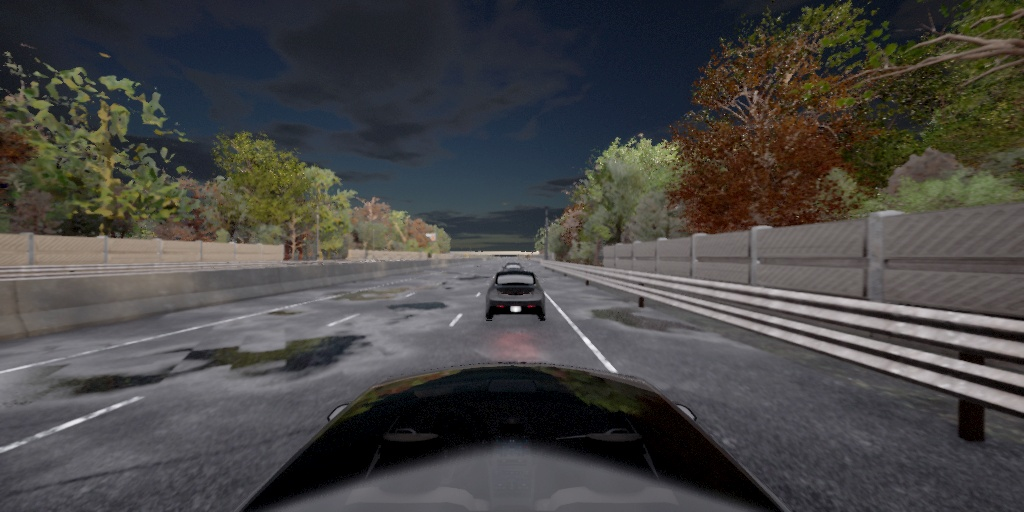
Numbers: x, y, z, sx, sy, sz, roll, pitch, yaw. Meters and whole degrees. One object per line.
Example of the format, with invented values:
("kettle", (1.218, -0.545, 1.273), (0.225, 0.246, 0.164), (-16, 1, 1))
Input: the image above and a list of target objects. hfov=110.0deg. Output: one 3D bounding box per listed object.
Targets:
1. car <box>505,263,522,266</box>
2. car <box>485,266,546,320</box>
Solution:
("car", (0.111, 1.269, 29.600), (1.812, 1.442, 4.674), (0, 0, 0))
("car", (0.106, 1.249, 12.556), (1.837, 1.490, 4.892), (0, 0, 0))
